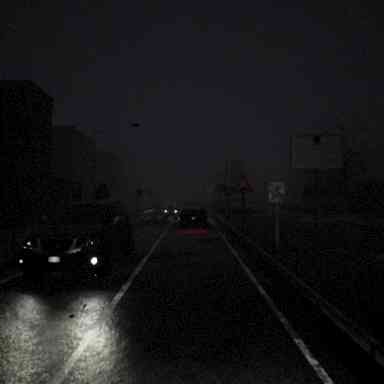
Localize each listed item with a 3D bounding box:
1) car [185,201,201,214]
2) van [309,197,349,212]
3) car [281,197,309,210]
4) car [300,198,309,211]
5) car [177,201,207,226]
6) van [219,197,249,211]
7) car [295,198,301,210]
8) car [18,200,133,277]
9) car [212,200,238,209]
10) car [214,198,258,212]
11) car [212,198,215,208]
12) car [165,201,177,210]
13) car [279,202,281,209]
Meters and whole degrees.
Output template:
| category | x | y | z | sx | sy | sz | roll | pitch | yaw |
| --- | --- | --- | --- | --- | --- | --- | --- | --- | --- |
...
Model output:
| category | x | y | z | sx | sy | sz | roll | pitch | yaw |
| --- | --- | --- | --- | --- | --- | --- | --- | --- | --- |
| car | 0.112 | 1.848 | 41.217 | 1.837 | 1.490 | 4.892 | 0 | -1 | 0 |
| van | 18.472 | 1.665 | 44.370 | 4.442 | 1.987 | 1.878 | 0 | -1 | 0 |
| car | 18.481 | 1.946 | 55.541 | 5.566 | 2.045 | 2.435 | 0 | -2 | -1 |
| car | 18.754 | 1.954 | 47.160 | 5.366 | 1.575 | 1.946 | 0 | -1 | 0 |
| car | 0.121 | 1.646 | 24.809 | 1.882 | 1.535 | 5.008 | 0 | -1 | 1 |
| van | 6.390 | 1.829 | 50.886 | 4.442 | 1.987 | 1.878 | 0 | -2 | 0 |
| car | 18.735 | 2.024 | 49.820 | 5.366 | 1.575 | 1.946 | 0 | -2 | 0 |
| car | -3.340 | 1.297 | 10.828 | 2.150 | 2.045 | 5.566 | 0 | 0 | 0 |
| car | 6.184 | 2.340 | 63.020 | 4.553 | 1.767 | 2.185 | 0 | -2 | -1 |
| car | 6.131 | 1.897 | 44.925 | 5.366 | 1.575 | 1.946 | 0 | -1 | 0 |
| car | 6.251 | 1.996 | 57.075 | 5.566 | 2.045 | 2.435 | 0 | -2 | -1 |
| car | -3.323 | 2.163 | 54.034 | 1.882 | 1.535 | 5.008 | 0 | -2 | 0 |
| car | 18.470 | 2.297 | 58.323 | 4.892 | 1.521 | 2.231 | 0 | -2 | -1 |
